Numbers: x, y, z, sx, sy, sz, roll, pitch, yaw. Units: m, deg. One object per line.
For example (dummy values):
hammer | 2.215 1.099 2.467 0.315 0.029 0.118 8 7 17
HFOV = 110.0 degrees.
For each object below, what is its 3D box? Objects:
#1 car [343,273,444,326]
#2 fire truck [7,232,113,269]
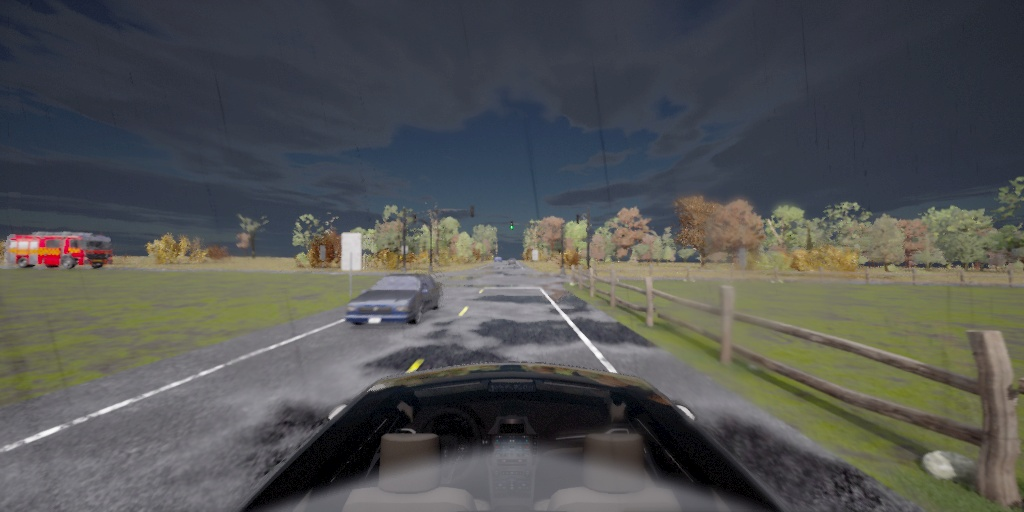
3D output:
car | -3.577 1.301 12.011 2.033 1.411 5.357 0 0 0
fire truck | -47.950 -0.593 38.224 8.468 3.827 2.891 1 -1 3
